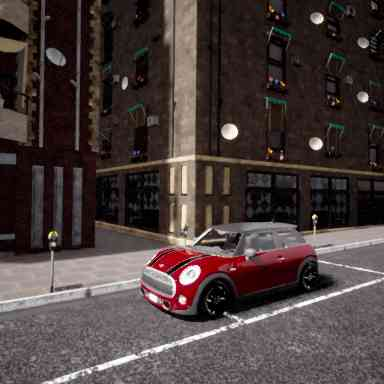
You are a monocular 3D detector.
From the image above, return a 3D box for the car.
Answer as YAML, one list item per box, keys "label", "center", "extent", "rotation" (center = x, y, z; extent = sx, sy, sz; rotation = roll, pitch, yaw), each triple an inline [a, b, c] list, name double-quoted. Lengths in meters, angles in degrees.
- label: "car"
  center: [0.907, 1.442, 7.335]
  extent: [4.097, 1.590, 1.967]
  rotation: [0, 1, -35]
